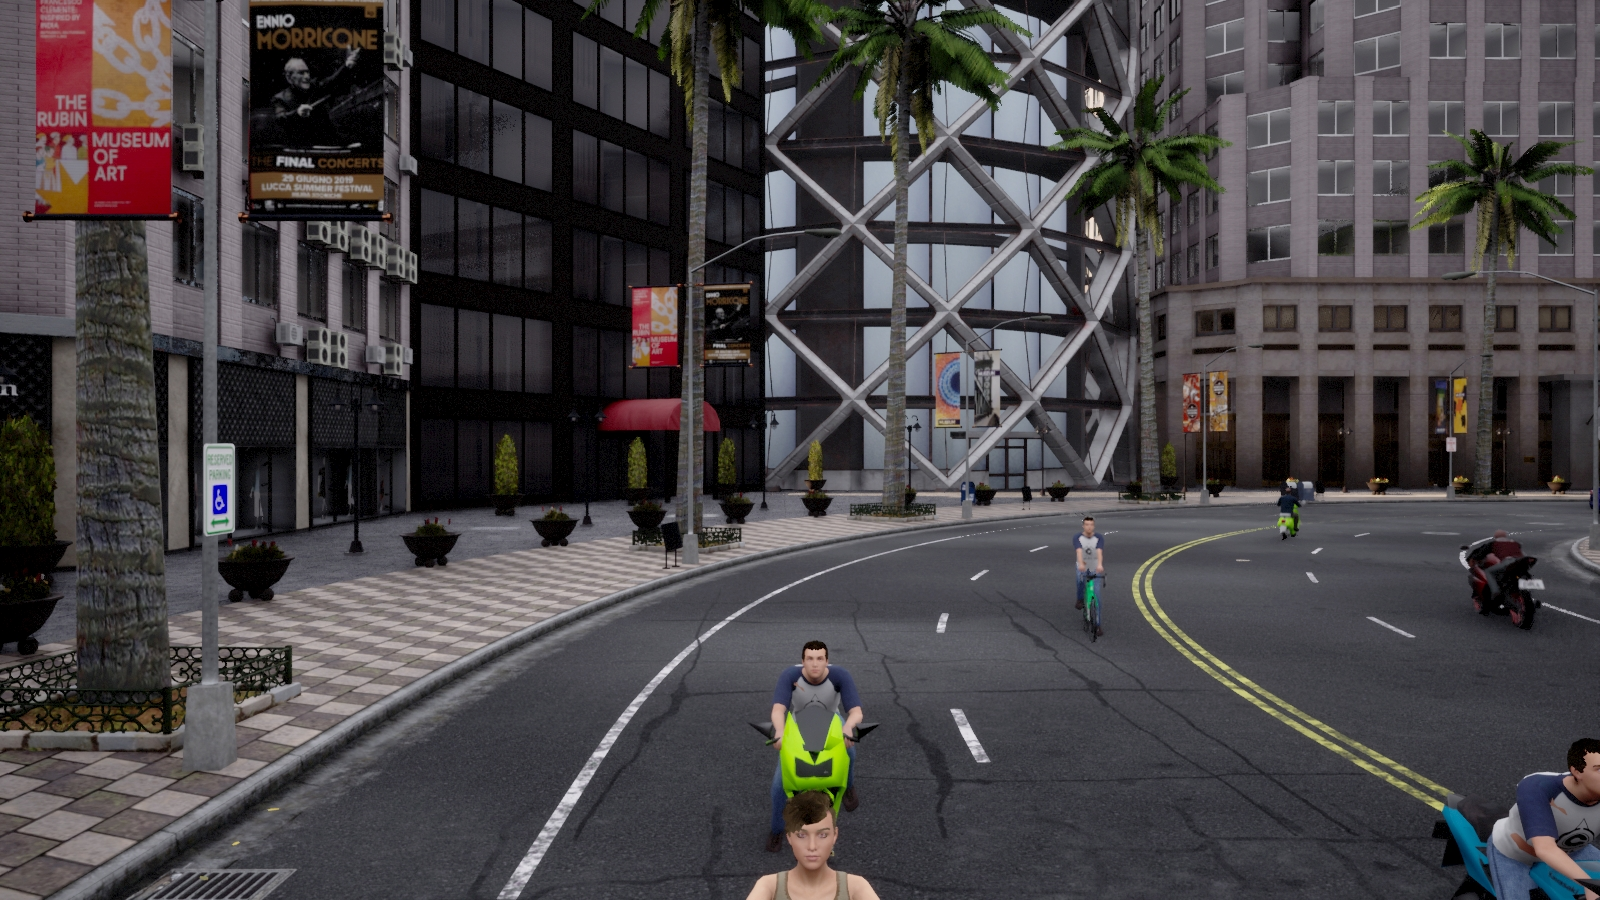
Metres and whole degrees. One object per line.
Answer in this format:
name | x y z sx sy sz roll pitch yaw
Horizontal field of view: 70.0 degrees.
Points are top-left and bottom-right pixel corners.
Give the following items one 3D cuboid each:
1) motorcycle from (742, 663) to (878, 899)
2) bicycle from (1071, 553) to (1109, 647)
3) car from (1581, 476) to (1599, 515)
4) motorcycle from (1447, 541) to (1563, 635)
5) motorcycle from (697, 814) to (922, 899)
motorcycle | 0.085 2.213 7.771 0.803 1.145 2.033 0 0 1
bicycle | 4.315 2.205 17.048 0.373 1.196 1.643 0 0 8
car | 36.842 1.968 49.589 4.611 1.667 2.242 0 0 -11
motorcycle | 11.454 2.205 18.664 0.867 1.251 2.209 0 0 11
motorcycle | 0.030 2.170 3.616 0.764 1.277 2.356 0 0 1
